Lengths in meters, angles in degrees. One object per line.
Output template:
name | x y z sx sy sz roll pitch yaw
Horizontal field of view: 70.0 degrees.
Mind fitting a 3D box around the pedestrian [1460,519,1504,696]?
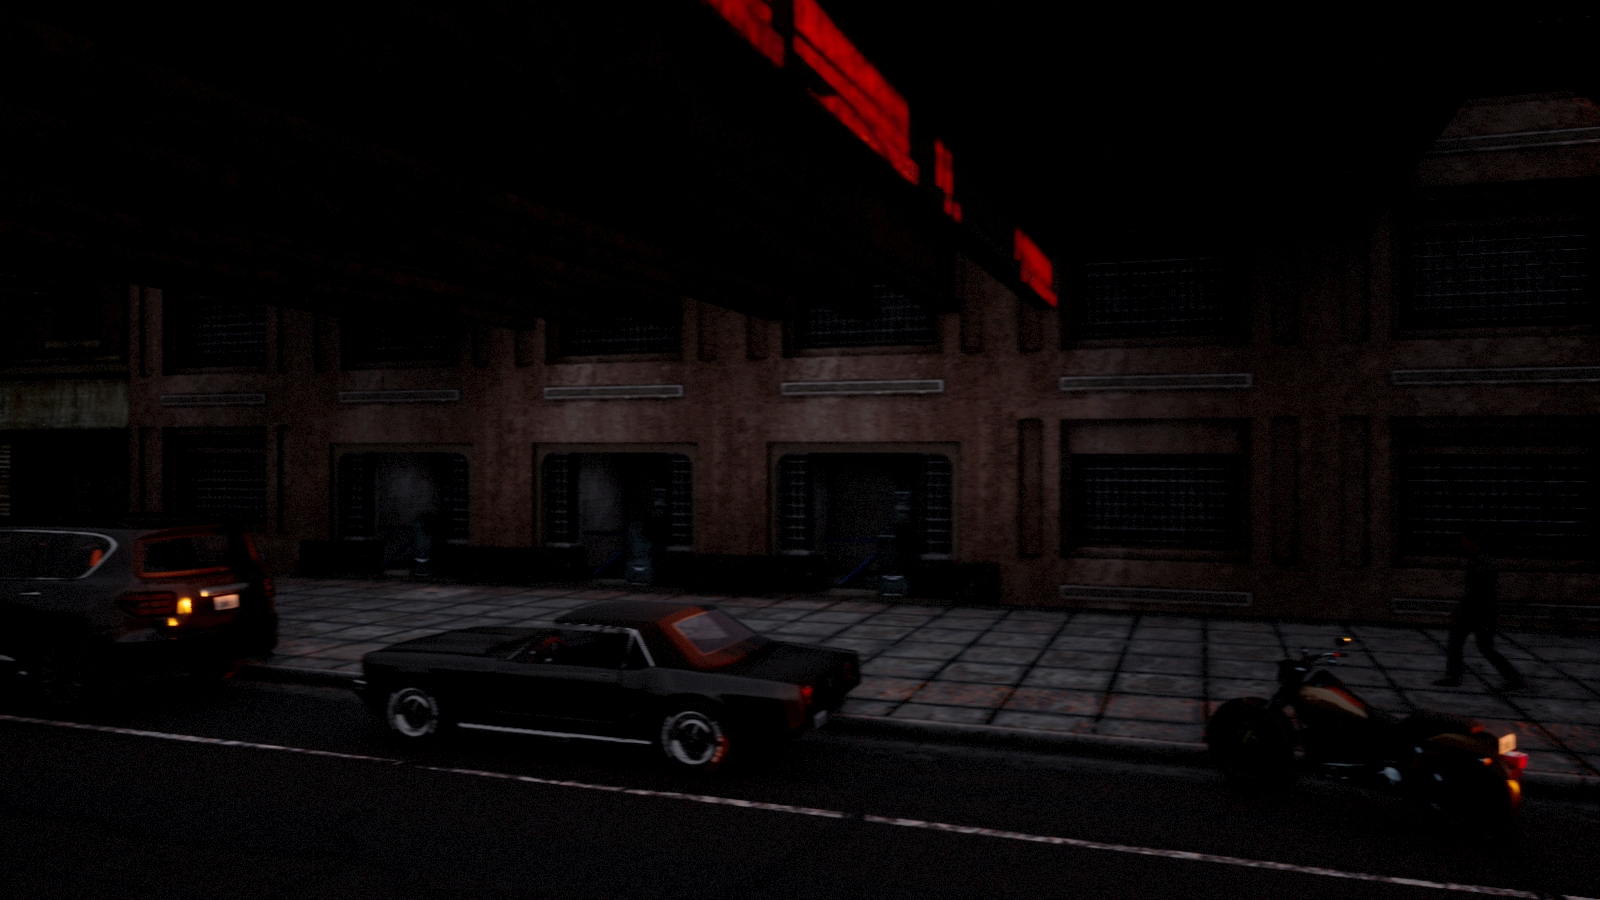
pedestrian | 7.425 1.699 12.445 0.375 1.860 0.375 0 0 26
